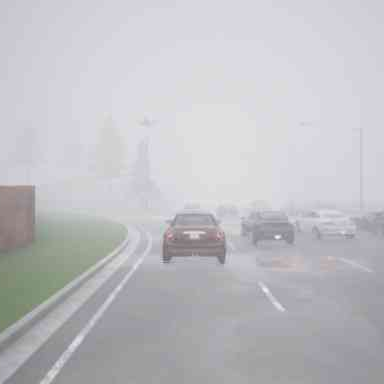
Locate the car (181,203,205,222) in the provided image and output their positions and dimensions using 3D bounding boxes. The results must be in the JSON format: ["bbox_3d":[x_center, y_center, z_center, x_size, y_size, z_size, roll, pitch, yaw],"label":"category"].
[{"bbox_3d":[0.064,1.793,30.394,2.033,1.411,5.357,0,0,0],"label":"car"}]

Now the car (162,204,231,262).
[{"bbox_3d":[0.080,1.454,12.661,2.097,1.767,4.553,0,-1,0],"label":"car"}]

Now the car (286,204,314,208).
[{"bbox_3d":[10.560,1.877,34.283,1.895,1.301,4.718,0,0,0],"label":"car"}]

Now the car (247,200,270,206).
[{"bbox_3d":[7.058,1.639,35.582,2.097,1.767,4.553,0,0,0],"label":"car"}]

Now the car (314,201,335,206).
[{"bbox_3d":[14.058,1.794,35.944,1.837,1.490,4.892,0,0,0],"label":"car"}]

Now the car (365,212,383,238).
[{"bbox_3d":[10.578,1.751,18.590,1.895,1.301,4.718,0,0,0],"label":"car"}]

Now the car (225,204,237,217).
[{"bbox_3d":[3.560,1.877,34.274,1.895,1.301,4.718,0,0,0],"label":"car"}]

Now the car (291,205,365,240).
[{"bbox_3d":[7.065,1.670,17.864,1.812,1.442,4.674,0,0,0],"label":"car"}]

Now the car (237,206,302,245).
[{"bbox_3d":[3.580,1.637,16.321,1.837,1.490,4.892,0,0,0],"label":"car"}]
